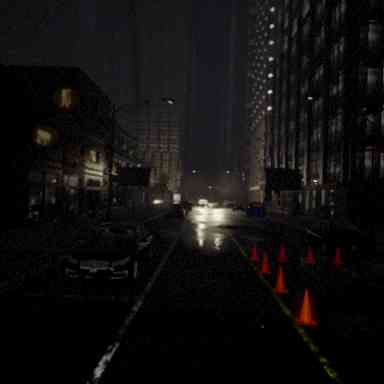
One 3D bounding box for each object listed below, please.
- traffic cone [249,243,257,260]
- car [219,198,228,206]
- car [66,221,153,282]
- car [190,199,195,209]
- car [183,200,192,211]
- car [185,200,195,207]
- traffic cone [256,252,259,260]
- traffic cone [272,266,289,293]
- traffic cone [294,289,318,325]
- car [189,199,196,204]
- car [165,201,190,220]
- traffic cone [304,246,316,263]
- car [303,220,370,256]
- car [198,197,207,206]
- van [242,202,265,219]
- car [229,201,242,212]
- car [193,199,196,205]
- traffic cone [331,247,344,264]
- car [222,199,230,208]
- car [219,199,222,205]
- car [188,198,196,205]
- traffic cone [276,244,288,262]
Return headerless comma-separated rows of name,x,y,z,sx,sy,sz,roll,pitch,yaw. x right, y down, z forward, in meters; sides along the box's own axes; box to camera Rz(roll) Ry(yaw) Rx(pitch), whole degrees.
traffic cone,2.298,2.178,12.177,0.340,0.580,0.340,2,-1,2
car,8.640,2.736,92.346,2.192,1.841,5.009,2,-1,2
car,-2.177,1.587,9.771,2.008,1.369,4.403,2,-1,2
car,-1.039,2.102,48.418,1.947,1.339,4.313,2,-1,2
car,-1.364,1.935,37.377,1.887,1.381,4.507,2,-1,2
car,-0.389,2.411,70.504,1.802,1.307,4.206,2,-1,2
traffic cone,2.239,2.153,10.178,0.340,0.580,0.340,2,-1,2
traffic cone,2.180,2.128,8.179,0.340,0.580,0.340,2,-1,2
traffic cone,2.121,2.103,6.180,0.340,0.580,0.340,2,-1,2
car,0.261,2.708,92.589,1.802,1.307,4.206,2,-1,2
car,-1.526,1.869,31.855,2.008,1.369,4.403,2,-1,2
traffic cone,4.296,2.249,12.118,0.340,0.580,0.340,2,-1,2
car,6.357,1.951,15.044,2.008,1.369,4.403,2,-1,2
car,2.571,2.300,79.173,2.150,2.045,5.566,2,-1,2
van,7.013,2.026,37.132,1.690,1.788,3.998,2,-1,2
car,7.501,2.432,53.863,1.752,1.417,4.829,2,-1,2
car,-0.872,2.049,53.942,1.967,1.590,4.097,2,-1,2
traffic cone,5.294,2.284,12.088,0.340,0.580,0.340,2,-1,2
car,7.983,2.675,70.258,2.008,1.369,4.403,2,-1,2
car,8.314,2.800,81.470,1.752,1.417,4.829,2,-1,2
car,0.103,2.492,87.069,1.967,1.590,4.097,2,-1,2
traffic cone,3.297,2.214,12.148,0.340,0.580,0.340,2,-1,2
